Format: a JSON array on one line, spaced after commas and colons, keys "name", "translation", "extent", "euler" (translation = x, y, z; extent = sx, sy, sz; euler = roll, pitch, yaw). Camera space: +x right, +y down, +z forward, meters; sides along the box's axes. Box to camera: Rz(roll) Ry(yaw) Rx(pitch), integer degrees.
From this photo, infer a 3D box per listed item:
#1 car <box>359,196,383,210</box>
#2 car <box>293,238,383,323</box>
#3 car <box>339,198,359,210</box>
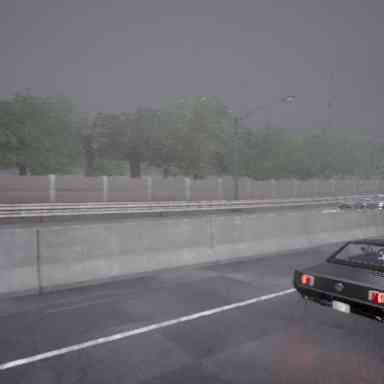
[{"name": "car", "translation": [20.404, 1.206, 35.718], "extent": [4.553, 1.767, 2.097], "euler": [-1, 1, -35]}, {"name": "car", "translation": [4.286, 1.625, 6.802], "extent": [4.718, 1.301, 1.895], "euler": [0, 0, -35]}, {"name": "car", "translation": [19.083, 1.404, 39.071], "extent": [4.181, 1.385, 1.994], "euler": [-1, 1, -35]}]
